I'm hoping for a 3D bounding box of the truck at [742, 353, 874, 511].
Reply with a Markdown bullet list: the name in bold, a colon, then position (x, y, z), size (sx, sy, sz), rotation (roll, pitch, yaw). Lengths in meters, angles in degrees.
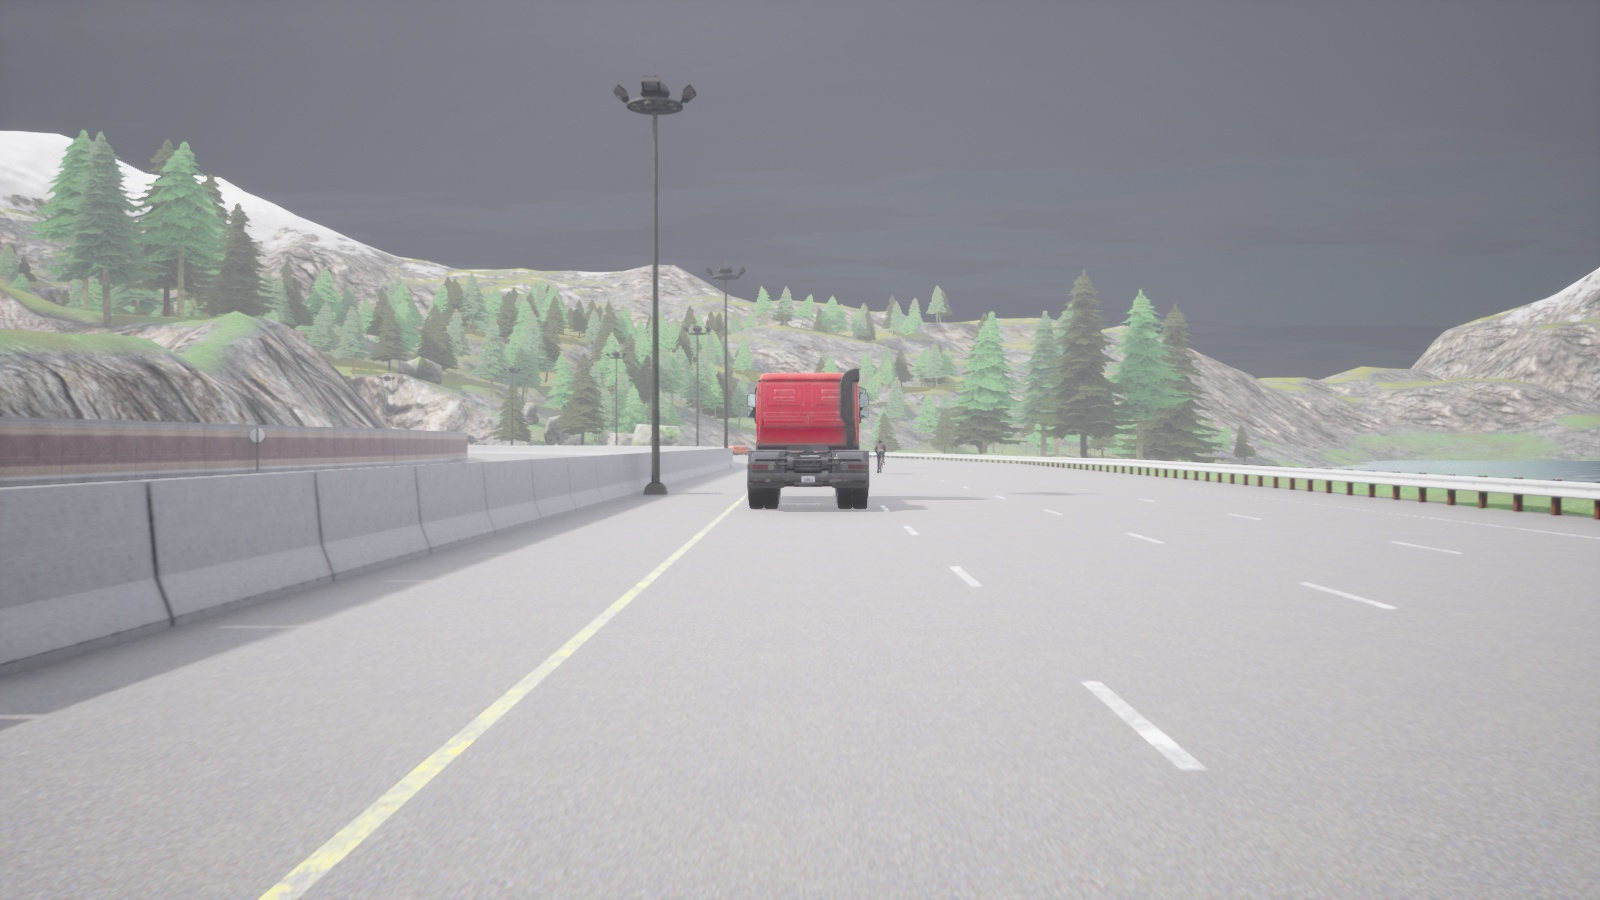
- **truck**: position (0.197, -0.413, 31.481), size (2.891, 3.462, 7.936), rotation (0, 0, 0)
